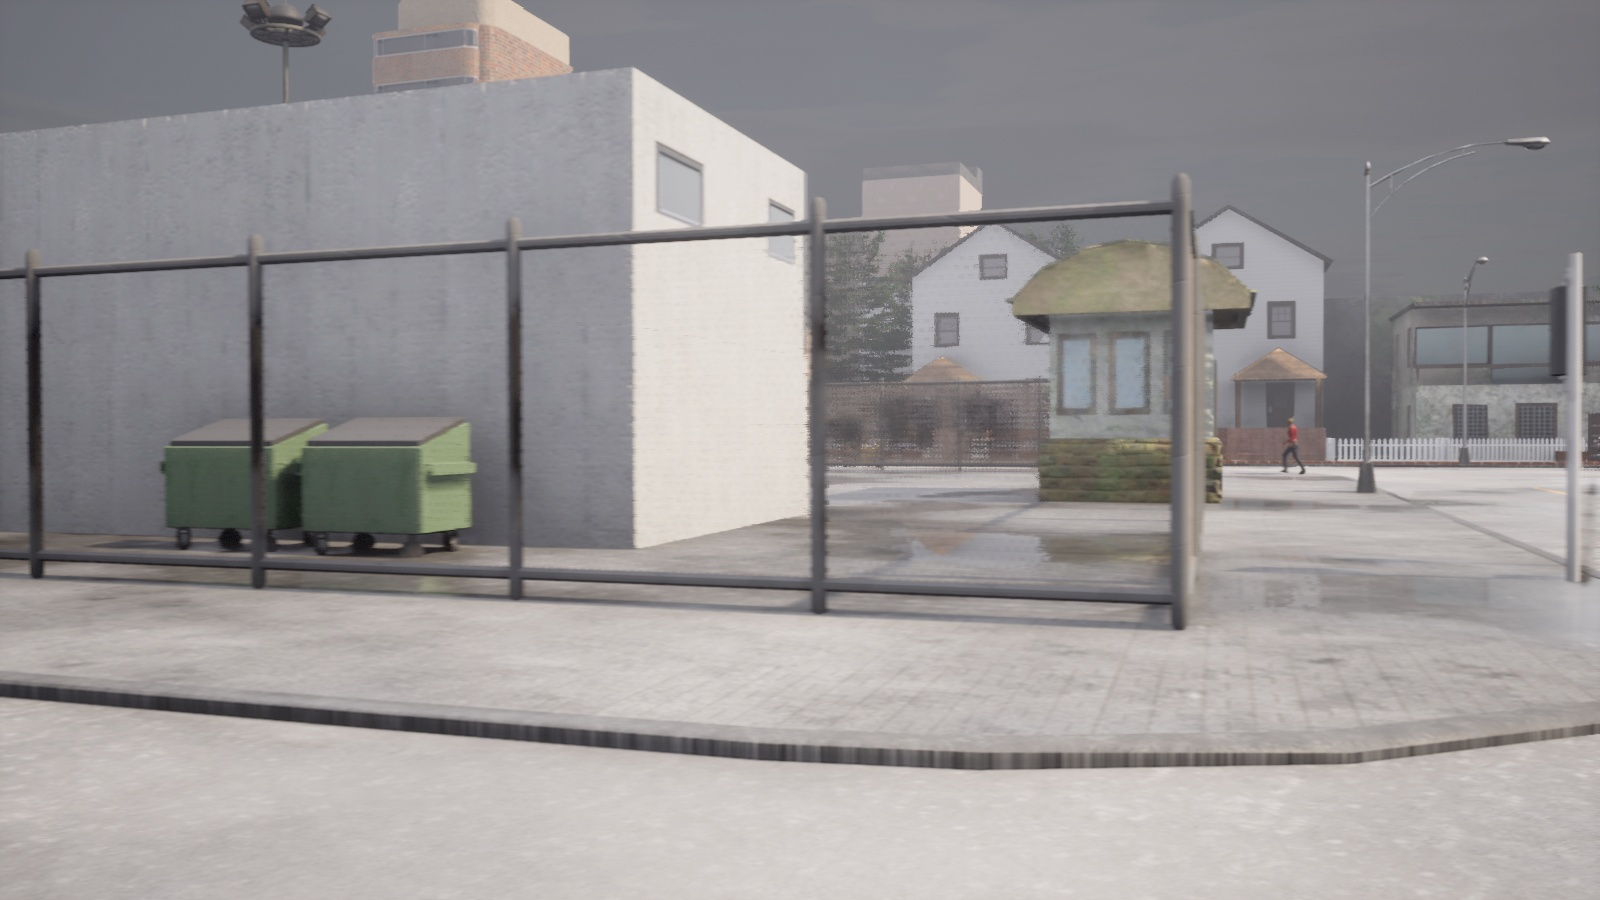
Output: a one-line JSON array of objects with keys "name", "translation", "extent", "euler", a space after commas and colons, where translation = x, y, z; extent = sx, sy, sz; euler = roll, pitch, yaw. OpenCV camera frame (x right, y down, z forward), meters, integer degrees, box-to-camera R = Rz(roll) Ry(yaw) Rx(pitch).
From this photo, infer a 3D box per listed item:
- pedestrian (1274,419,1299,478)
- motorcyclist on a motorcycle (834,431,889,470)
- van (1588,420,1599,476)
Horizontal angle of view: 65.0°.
[{"name": "pedestrian", "translation": [15.412, -0.043, 39.763], "extent": [0.636, 1.846, 0.331], "euler": [1, 1, 44]}, {"name": "motorcyclist on a motorcycle", "translation": [2.488, 0.005, 50.714], "extent": [2.044, 1.523, 0.797], "euler": [1, 1, 20]}, {"name": "van", "translation": [31.217, -0.056, 45.177], "extent": [4.480, 2.038, 2.069], "euler": [0, 1, 17]}]
